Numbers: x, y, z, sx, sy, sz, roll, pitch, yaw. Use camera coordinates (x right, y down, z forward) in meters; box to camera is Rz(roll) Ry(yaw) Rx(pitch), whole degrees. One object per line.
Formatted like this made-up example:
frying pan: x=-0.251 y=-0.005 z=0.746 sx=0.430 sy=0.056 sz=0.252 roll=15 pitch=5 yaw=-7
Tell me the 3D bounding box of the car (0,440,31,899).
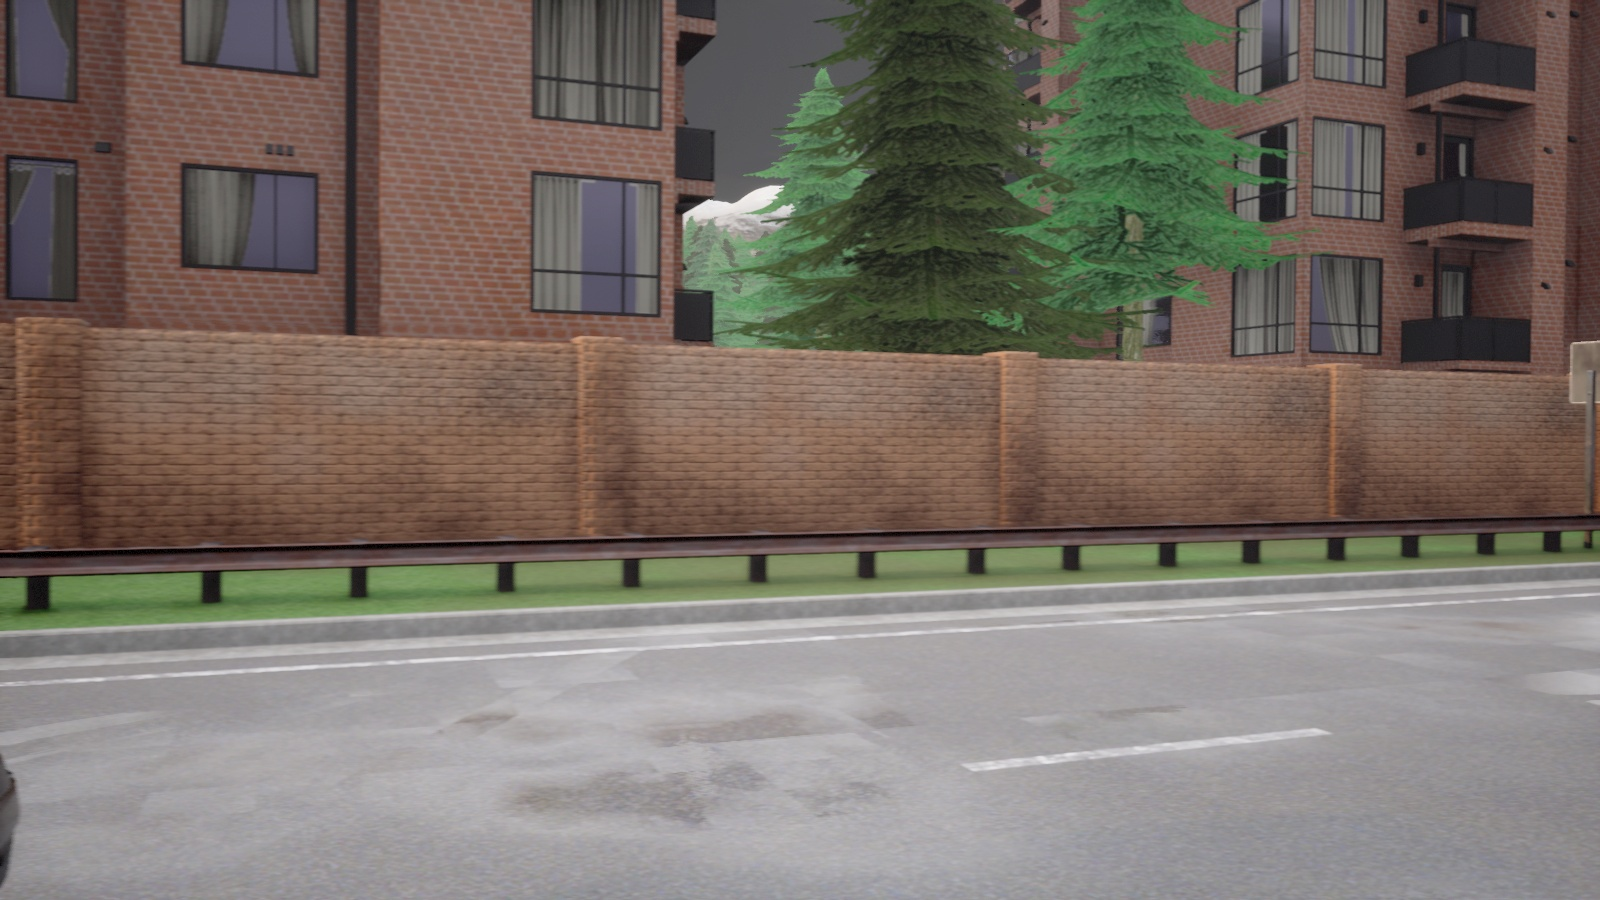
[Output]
car: x=-3.625 y=0.785 z=2.111 sx=3.705 sy=1.549 sz=1.789 roll=-1 pitch=1 yaw=-21
